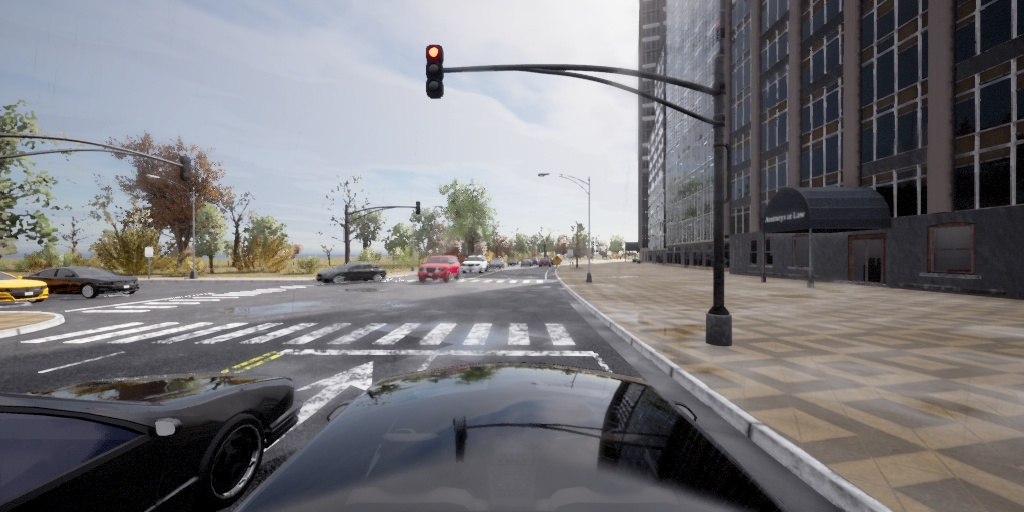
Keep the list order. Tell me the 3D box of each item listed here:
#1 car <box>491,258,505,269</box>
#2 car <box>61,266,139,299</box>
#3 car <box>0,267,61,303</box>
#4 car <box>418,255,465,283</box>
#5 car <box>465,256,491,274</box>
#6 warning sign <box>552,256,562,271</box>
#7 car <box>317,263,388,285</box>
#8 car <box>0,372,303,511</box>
[{"bbox_3d":[-2.388,1.277,55.492,1.812,1.442,4.674,0,0,9],"label":"car"},{"bbox_3d":[-21.836,1.275,18.162,5.008,1.535,1.882,0,0,4],"label":"car"},{"bbox_3d":[-22.477,1.288,14.941,5.008,1.535,1.882,0,0,3],"label":"car"},{"bbox_3d":[-5.517,0.969,27.946,2.150,2.045,5.566,0,0,4],"label":"car"},{"bbox_3d":[-4.238,0.969,41.590,2.150,2.045,5.566,0,0,6],"label":"car"},{"bbox_3d":[5.511,0.868,43.966,1.300,1.860,1.060,0,0,7],"label":"warning sign"},{"bbox_3d":[-11.617,1.252,26.352,1.837,1.490,4.892,3,1,39],"label":"car"},{"bbox_3d":[-3.127,1.298,1.264,2.033,1.411,5.357,0,0,1],"label":"car"}]
